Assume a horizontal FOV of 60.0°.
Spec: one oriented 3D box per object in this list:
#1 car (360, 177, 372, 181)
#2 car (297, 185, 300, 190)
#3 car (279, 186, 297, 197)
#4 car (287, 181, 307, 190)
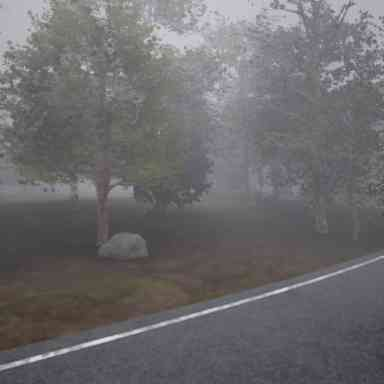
[{"bbox_3d":[36.375,-2.765,70.045,5.008,1.535,1.882,-3,3,3],"label":"car"},{"bbox_3d":[22.023,-1.123,63.969,1.994,1.385,4.181,-2,4,42],"label":"car"},{"bbox_3d":[14.342,-0.425,52.364,2.150,2.045,5.566,-4,2,4],"label":"car"},{"bbox_3d":[21.418,-1.292,67.941,4.181,1.385,1.994,-7,4,-42],"label":"car"}]
